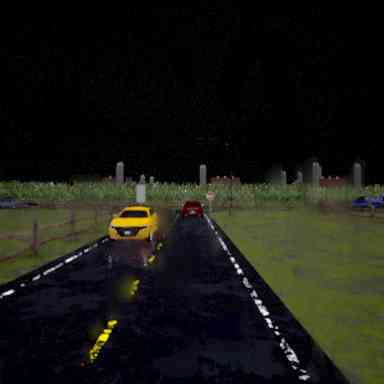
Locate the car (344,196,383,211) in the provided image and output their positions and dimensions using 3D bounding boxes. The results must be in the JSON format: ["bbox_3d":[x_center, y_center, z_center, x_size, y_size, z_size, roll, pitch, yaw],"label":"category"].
[{"bbox_3d":[24.751,1.619,47.391,5.566,2.045,2.150,1,-1,1],"label":"car"}]

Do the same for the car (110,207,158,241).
[{"bbox_3d":[-2.856,1.540,17.151,1.882,1.535,5.008,0,0,0],"label":"car"}]

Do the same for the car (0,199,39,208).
[{"bbox_3d":[-24.734,1.627,47.653,4.718,1.301,1.895,0,-1,0],"label":"car"}]

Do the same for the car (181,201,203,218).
[{"bbox_3d":[0.048,1.588,31.138,1.882,1.535,5.008,0,0,0],"label":"car"}]

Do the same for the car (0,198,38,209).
[{"bbox_3d":[-24.186,1.518,44.683,5.357,1.411,2.033,0,-1,0],"label":"car"}]
